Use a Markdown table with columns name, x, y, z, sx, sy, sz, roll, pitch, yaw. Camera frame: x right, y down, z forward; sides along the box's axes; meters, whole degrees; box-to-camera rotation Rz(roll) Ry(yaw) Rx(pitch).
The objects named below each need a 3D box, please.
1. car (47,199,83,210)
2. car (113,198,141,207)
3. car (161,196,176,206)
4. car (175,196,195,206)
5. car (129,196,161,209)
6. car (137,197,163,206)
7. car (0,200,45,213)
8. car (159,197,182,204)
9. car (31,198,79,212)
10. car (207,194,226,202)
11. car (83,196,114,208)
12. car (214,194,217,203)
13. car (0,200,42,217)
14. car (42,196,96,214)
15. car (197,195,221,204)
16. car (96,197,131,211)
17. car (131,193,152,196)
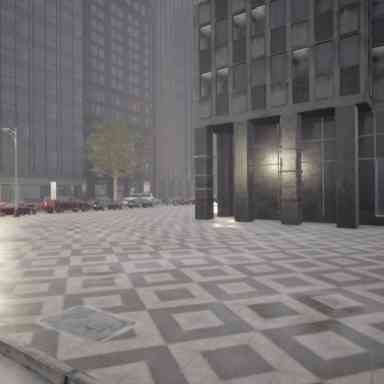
| name | x | y | z | sx | sy | sz | roll | pitch | yaw |
| --- | --- | --- | --- | --- | --- | --- | --- | --- | --- |
| car | -16.799 | 1.641 | 44.067 | 1.802 | 1.307 | 4.206 | -1 | 0 | 35 |
| car | -10.391 | 1.612 | 53.349 | 1.802 | 1.307 | 4.206 | -1 | 0 | 35 |
| car | -2.442 | 1.440 | 54.465 | 2.128 | 1.511 | 4.902 | -1 | 0 | 35 |
| car | -0.176 | 1.461 | 53.141 | 1.887 | 1.381 | 4.507 | -1 | 0 | 35 |
| car | -6.583 | 1.508 | 43.860 | 1.947 | 1.339 | 4.313 | -1 | 0 | 35 |
| car | -7.284 | 1.544 | 57.849 | 1.752 | 1.417 | 4.829 | -1 | 0 | 35 |
| car | -20.003 | 1.642 | 39.427 | 1.947 | 1.339 | 4.313 | -1 | 0 | 35 |
| car | -3.982 | 1.573 | 62.631 | 1.947 | 1.339 | 4.313 | -1 | 0 | 35 |
| car | -16.330 | 1.514 | 39.899 | 1.882 | 1.535 | 5.008 | -1 | 0 | 35 |
| car | 5.628 | 1.295 | 76.554 | 2.192 | 1.841 | 5.009 | -1 | 0 | 35 |
| car | -13.597 | 1.484 | 48.708 | 1.967 | 1.590 | 4.097 | -1 | 0 | 35 |
| car | 3.026 | 1.221 | 57.782 | 2.192 | 1.841 | 5.009 | -1 | 0 | 35 |
| car | -16.194 | 1.576 | 29.940 | 1.802 | 1.307 | 4.206 | -1 | 0 | 35 |
| car | -12.992 | 1.290 | 34.582 | 2.192 | 1.841 | 5.009 | -1 | 0 | 35 |
| car | 3.238 | 1.422 | 62.781 | 2.128 | 1.511 | 4.902 | -1 | 0 | 35 |
| car | -9.786 | 1.524 | 39.221 | 1.947 | 1.339 | 4.313 | -1 | 0 | 35 |
| car | -8.333 | 1.220 | 51.454 | 2.150 | 2.045 | 5.566 | -1 | 0 | 35 |
